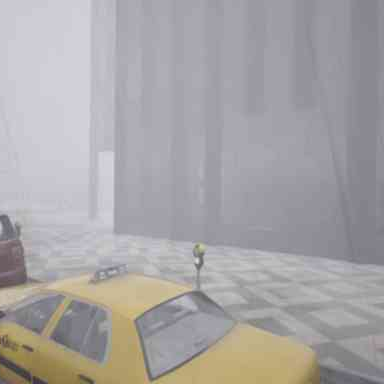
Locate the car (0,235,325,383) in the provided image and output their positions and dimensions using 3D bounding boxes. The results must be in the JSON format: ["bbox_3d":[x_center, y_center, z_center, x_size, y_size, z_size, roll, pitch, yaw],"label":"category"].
[{"bbox_3d":[-1.099,1.493,3.745,4.829,1.417,1.752,1,1,35],"label":"car"}]

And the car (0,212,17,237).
[{"bbox_3d":[-5.377,1.224,6.793,5.009,1.841,2.192,1,1,35],"label":"car"}]
